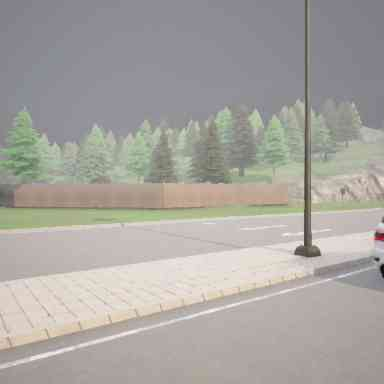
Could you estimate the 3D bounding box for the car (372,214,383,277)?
[{"bbox_3d":[6.914,1.217,8.677,5.566,2.045,2.150,1,0,-35],"label":"car"}]
